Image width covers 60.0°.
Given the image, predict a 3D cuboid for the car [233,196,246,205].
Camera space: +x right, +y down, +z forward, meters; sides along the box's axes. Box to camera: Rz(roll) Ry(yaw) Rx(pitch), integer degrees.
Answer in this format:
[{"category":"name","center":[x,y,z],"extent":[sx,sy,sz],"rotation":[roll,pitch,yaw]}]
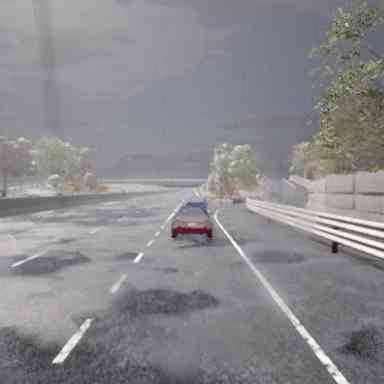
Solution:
[{"category":"car","center":[8.904,1.525,60.736],"extent":[1.837,1.490,4.892],"rotation":[0,-1,25]}]

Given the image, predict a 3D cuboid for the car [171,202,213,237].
[{"category":"car","center":[0.008,1.419,17.045],"extent":[1.994,1.385,4.181],"rotation":[0,0,0]}]

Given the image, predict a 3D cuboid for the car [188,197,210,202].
[{"category":"car","center":[0.588,1.214,31.361],"extent":[1.882,1.535,5.008],"rotation":[0,0,6]}]

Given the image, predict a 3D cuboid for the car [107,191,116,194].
[{"category":"car","center":[-20.983,0.791,85.970],"extent":[1.837,1.490,4.892],"rotation":[0,0,0]}]

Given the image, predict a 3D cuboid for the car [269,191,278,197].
[{"category":"car","center":[22.715,0.781,91.723],"extent":[2.150,2.045,5.566],"rotation":[0,3,20]}]
